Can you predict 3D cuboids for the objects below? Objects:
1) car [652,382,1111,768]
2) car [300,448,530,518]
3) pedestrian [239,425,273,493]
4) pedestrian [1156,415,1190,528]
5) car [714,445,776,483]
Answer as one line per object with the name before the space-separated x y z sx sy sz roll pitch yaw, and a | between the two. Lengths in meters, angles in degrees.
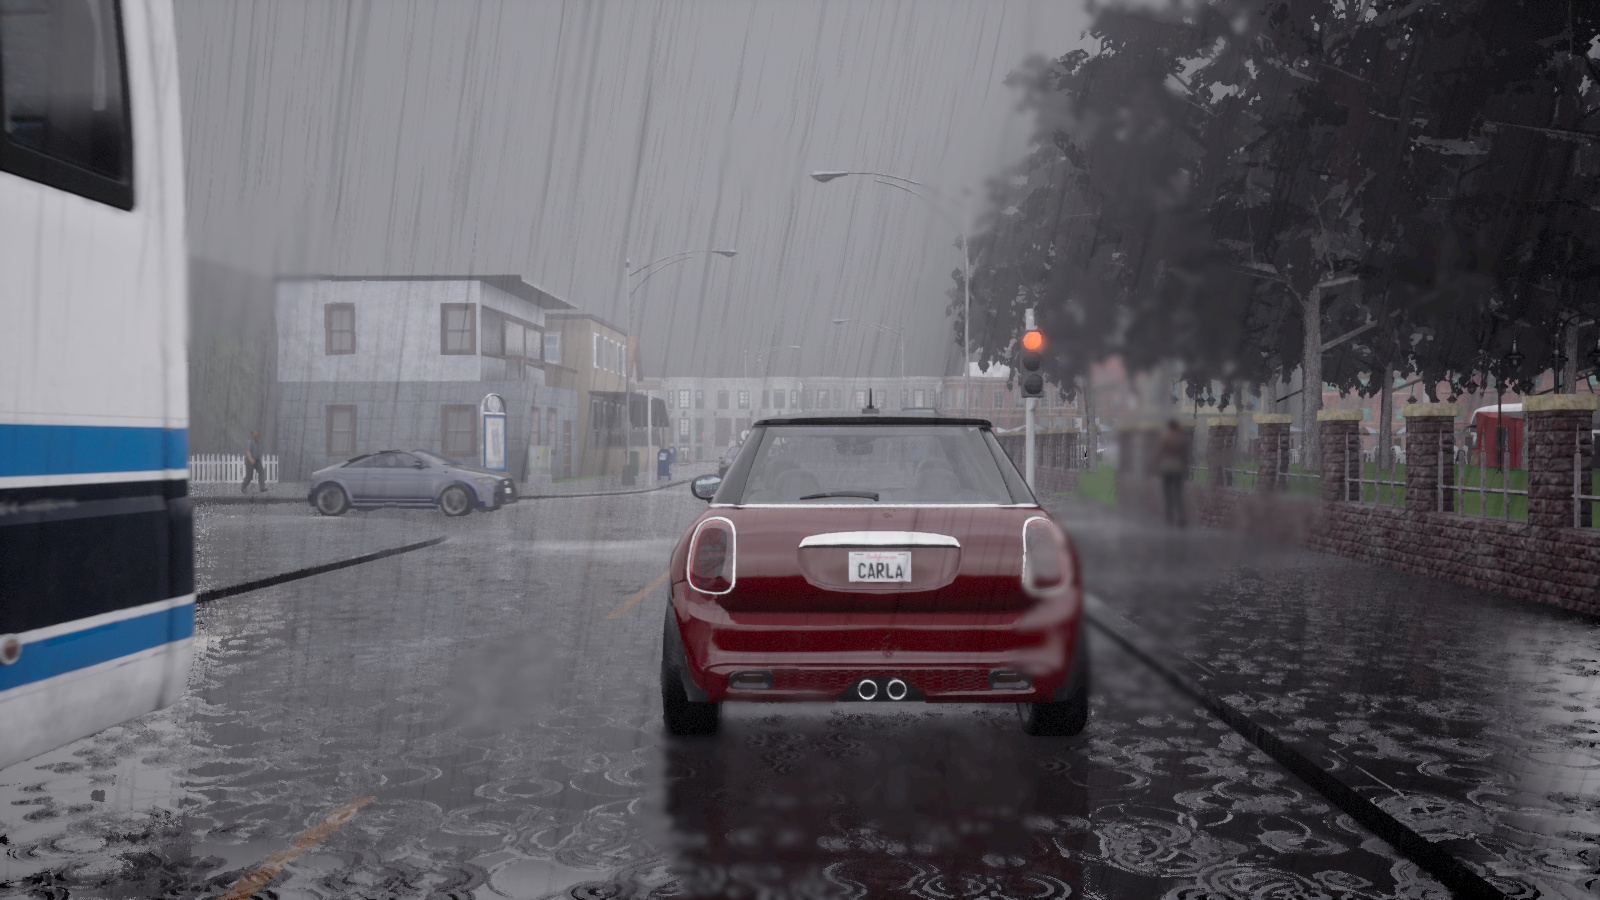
car | 0.361 0.560 8.016 2.097 1.767 4.553 0 0 0
car | -8.006 0.655 26.348 4.181 1.385 1.994 0 0 5
pedestrian | -14.977 0.249 34.549 0.694 1.848 0.540 0 0 29
pedestrian | 6.130 0.344 20.665 0.328 1.805 0.869 0 0 2
car | -2.120 0.509 50.148 2.033 1.411 5.357 0 0 2
